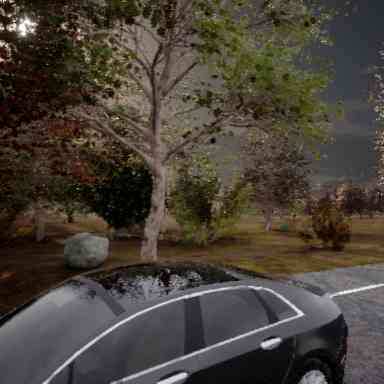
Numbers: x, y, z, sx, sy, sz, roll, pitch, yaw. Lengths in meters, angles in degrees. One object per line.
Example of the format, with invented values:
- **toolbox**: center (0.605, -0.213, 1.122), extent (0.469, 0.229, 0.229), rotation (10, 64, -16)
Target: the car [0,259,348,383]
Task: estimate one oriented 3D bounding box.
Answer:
- **car**: center (-0.571, 1.500, 3.025), extent (4.892, 1.490, 1.837), rotation (0, 0, -34)
